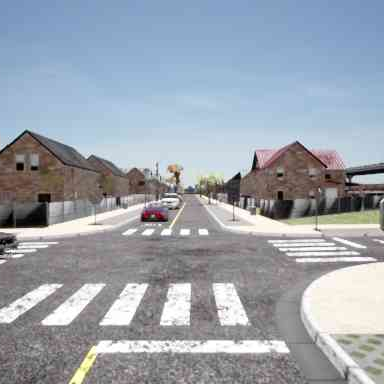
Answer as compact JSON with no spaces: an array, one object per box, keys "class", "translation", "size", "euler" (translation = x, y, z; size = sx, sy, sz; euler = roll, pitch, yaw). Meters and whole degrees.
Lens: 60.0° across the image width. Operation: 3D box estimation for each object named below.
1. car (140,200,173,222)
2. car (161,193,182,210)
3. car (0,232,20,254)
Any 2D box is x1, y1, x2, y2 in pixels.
[{"class":"car","translation":[-2.838,1.562,26.112],"size":[1.994,1.385,4.181],"euler":[0,0,0]},{"class":"car","translation":[-2.824,1.217,43.518],"size":[2.150,2.045,5.566],"euler":[0,0,0]},{"class":"car","translation":[-9.053,1.658,11.607],"size":[5.357,1.411,2.033],"euler":[-1,0,1]}]
